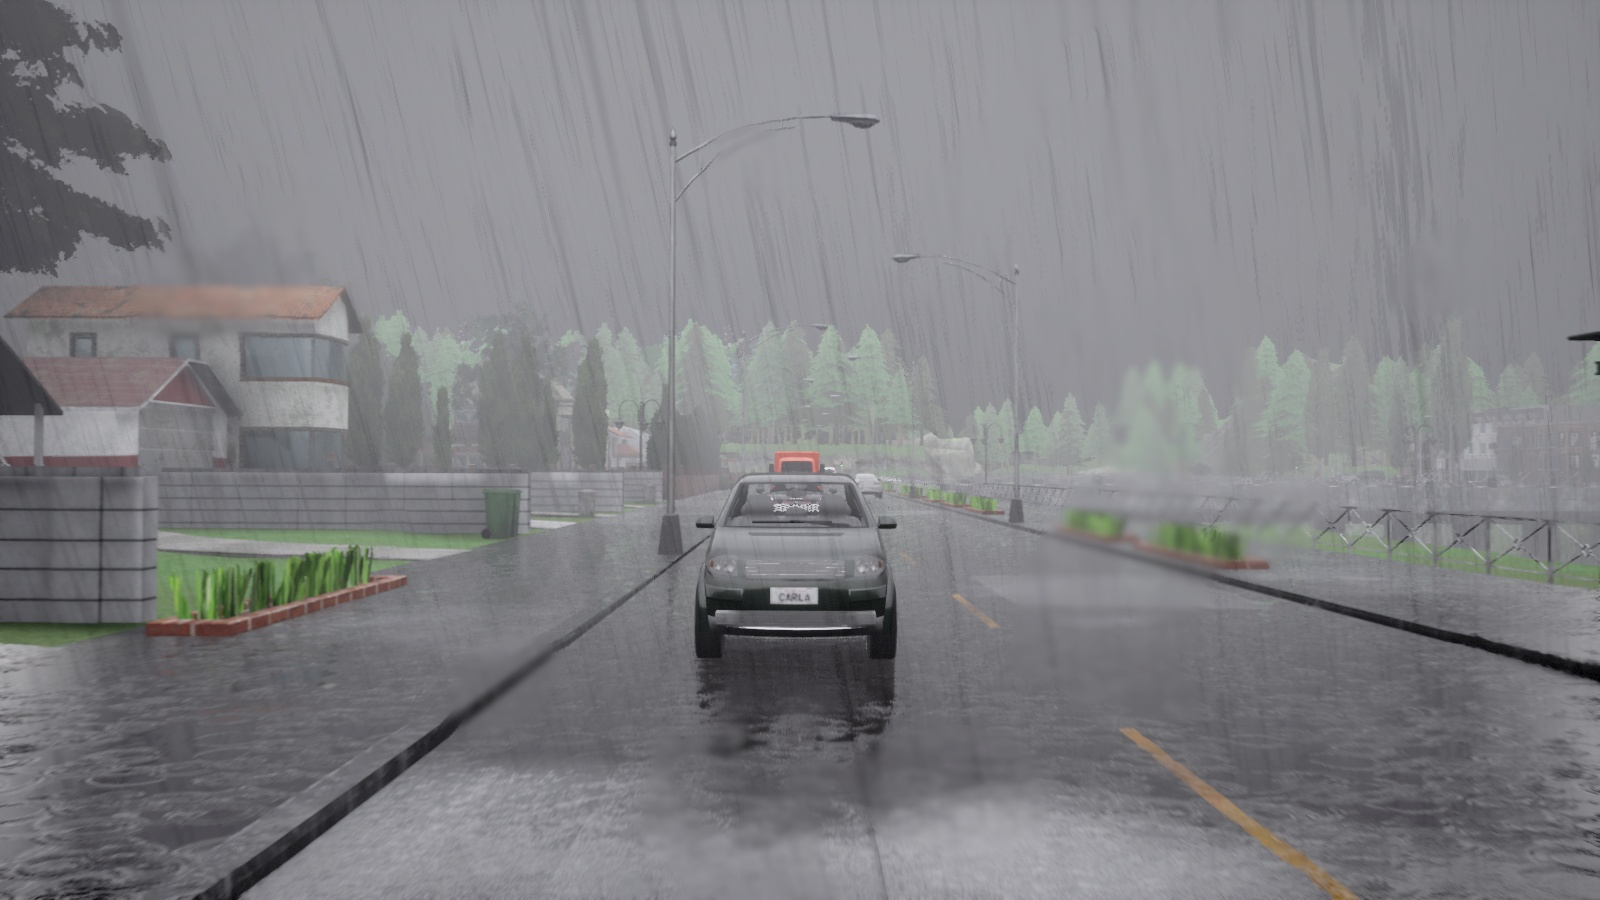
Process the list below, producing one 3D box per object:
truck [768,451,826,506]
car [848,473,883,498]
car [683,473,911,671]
[{"bbox_3d":[-0.140,1.312,58.740,2.627,2.467,5.204,0,-1,0],"label":"truck"},{"bbox_3d":[3.826,2.064,74.035,1.812,1.442,4.674,0,-1,0],"label":"car"},{"bbox_3d":[-0.028,0.990,11.715,1.789,1.549,3.705,0,-1,0],"label":"car"}]
